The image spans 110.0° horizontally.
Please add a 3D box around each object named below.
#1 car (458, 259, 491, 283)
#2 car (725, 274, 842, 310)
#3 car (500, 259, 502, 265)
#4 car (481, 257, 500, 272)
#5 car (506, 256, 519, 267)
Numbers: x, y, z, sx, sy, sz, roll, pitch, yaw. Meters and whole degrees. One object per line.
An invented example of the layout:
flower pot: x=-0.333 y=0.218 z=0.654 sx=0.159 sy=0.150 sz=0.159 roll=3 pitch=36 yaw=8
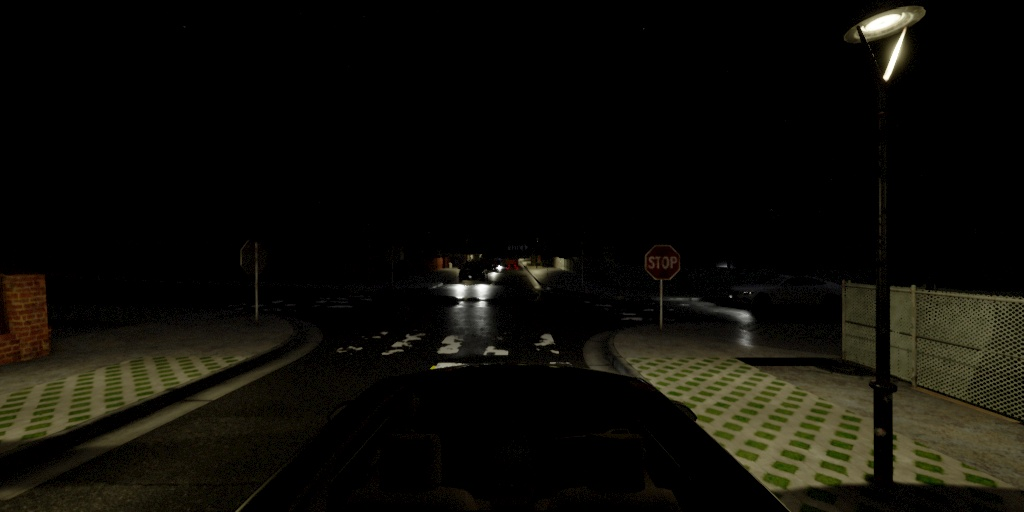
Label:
car: x=-2.840 y=1.176 z=26.731 sx=1.837 sy=1.490 sz=4.892 roll=0 pitch=0 yaw=0
car: x=11.908 y=1.515 z=15.680 sx=4.674 sy=1.442 sz=1.812 roll=0 pitch=0 yaw=0
car: x=-2.730 y=0.938 z=61.228 sx=1.895 sy=1.301 sz=4.718 roll=0 pitch=1 yaw=0
car: x=-2.826 y=0.905 z=40.912 sx=2.097 sy=1.767 sz=4.553 roll=0 pitch=1 yaw=0
car: x=0.028 y=0.862 z=57.262 sx=1.882 sy=1.535 sz=5.008 roll=0 pitch=1 yaw=0
